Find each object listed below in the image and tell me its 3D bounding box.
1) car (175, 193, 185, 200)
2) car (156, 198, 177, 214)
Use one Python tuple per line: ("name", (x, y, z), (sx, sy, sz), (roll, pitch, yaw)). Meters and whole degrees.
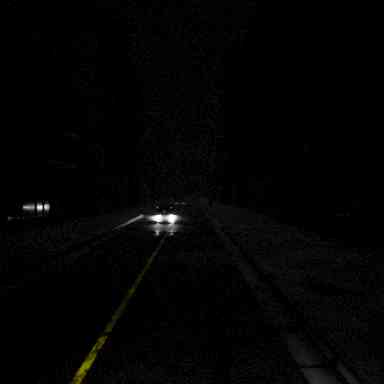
("car", (-2.738, 1.196, 77.476), (2.150, 2.045, 5.566), (0, 0, 0))
("car", (-2.840, 1.674, 36.286), (1.895, 1.301, 4.718), (0, 0, 0))
